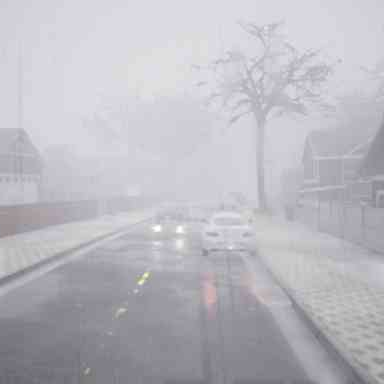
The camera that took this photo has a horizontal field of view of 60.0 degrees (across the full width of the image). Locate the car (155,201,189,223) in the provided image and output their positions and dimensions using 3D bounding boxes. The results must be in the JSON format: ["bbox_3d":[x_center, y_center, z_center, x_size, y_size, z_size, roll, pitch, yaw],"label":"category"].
[{"bbox_3d":[-1.314,1.364,23.843,1.812,1.442,4.674,0,0,7],"label":"car"}]

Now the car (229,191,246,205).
[{"bbox_3d":[6.727,0.910,49.641,2.150,2.045,5.566,0,0,16],"label":"car"}]

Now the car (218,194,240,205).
[{"bbox_3d":[4.161,1.278,38.619,1.812,1.442,4.674,0,1,13],"label":"car"}]

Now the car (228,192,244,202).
[{"bbox_3d":[8.429,0.952,63.610,2.097,1.767,4.553,0,0,20],"label":"car"}]

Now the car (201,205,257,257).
[{"bbox_3d":[1.335,1.444,12.524,1.812,1.442,4.674,0,0,4],"label":"car"}]
